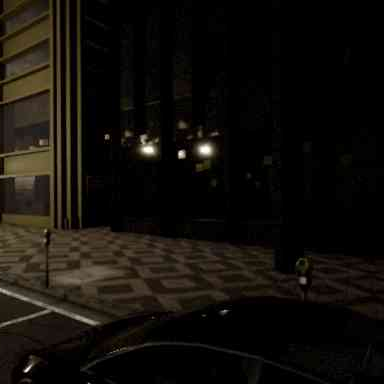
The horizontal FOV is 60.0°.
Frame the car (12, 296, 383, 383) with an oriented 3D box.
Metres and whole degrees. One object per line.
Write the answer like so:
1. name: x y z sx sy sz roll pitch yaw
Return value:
1. car: 0.350 1.565 2.609 4.313 1.339 1.947 0 -1 36
